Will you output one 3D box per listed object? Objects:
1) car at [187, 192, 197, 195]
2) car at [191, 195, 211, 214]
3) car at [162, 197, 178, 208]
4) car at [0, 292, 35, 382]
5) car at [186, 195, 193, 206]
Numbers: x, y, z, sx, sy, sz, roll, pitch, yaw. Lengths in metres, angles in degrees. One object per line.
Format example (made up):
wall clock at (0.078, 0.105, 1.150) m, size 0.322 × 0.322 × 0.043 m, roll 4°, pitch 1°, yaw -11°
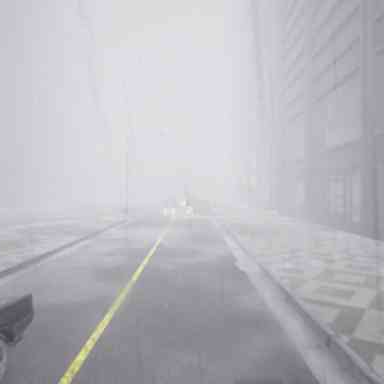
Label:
car at (0.005, 1.123, 80.457) m, size 2.150 × 2.045 × 5.566 m, roll 0°, pitch 0°, yaw 0°
car at (1.052, 1.436, 35.760) m, size 1.801 × 1.575 × 5.366 m, roll 0°, pitch 0°, yaw 0°
car at (-3.063, 1.469, 47.161) m, size 2.128 × 1.511 × 4.902 m, roll 0°, pitch 0°, yaw 0°
car at (-3.100, 1.598, 2.356) m, size 1.895 × 1.301 × 4.718 m, roll 0°, pitch 0°, yaw 0°
car at (0.006, 1.539, 52.977) m, size 1.994 × 1.385 × 4.181 m, roll 0°, pitch 0°, yaw 0°
